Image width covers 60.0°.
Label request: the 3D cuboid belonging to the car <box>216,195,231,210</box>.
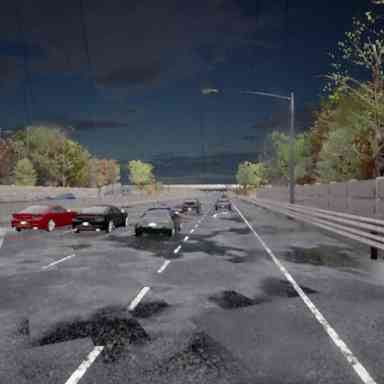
[{"bbox_3d":[3.956,1.485,42.154,2.128,1.511,4.902,0,0,5],"label":"car"}]

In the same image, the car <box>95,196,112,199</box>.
[{"bbox_3d":[-15.471,1.537,60.416,1.812,1.442,4.674,0,0,6],"label":"car"}]

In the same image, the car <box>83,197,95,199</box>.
[{"bbox_3d":[-18.898,1.560,61.151,2.033,1.411,5.357,0,0,6],"label":"car"}]

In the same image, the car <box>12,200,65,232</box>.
[{"bbox_3d":[-8.592,1.472,19.932,1.882,1.535,5.008,0,0,5],"label":"car"}]

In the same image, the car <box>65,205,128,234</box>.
[{"bbox_3d":[-5.139,1.471,19.272,1.882,1.535,5.008,0,0,5],"label":"car"}]

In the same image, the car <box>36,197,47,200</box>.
[{"bbox_3d":[-26.142,1.556,58.903,2.033,1.411,5.357,0,0,6],"label":"car"}]

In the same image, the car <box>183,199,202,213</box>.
[{"bbox_3d":[-0.008,1.496,36.320,1.837,1.490,4.892,0,0,5],"label":"car"}]

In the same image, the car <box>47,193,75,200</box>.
[{"bbox_3d":[-22.676,1.230,58.561,2.150,2.045,5.566,0,0,6],"label":"car"}]

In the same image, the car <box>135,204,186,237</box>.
[{"bbox_3d":[-1.730,1.557,18.147,1.994,1.385,4.181,0,0,5],"label":"car"}]
